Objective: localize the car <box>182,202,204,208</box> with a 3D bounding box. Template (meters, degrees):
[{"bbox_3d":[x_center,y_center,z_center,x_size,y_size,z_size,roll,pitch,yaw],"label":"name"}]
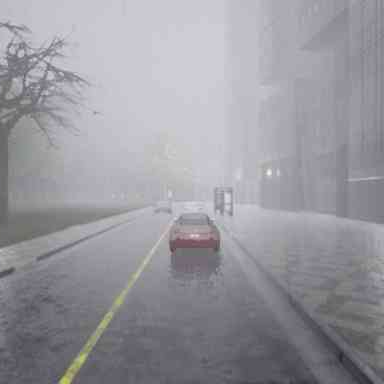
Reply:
[{"bbox_3d":[0.099,1.662,30.709,1.812,1.442,4.674,0,-1,0],"label":"car"}]

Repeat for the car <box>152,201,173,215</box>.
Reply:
[{"bbox_3d":[-3.094,1.720,36.440,1.812,1.442,4.674,0,-1,0],"label":"car"}]

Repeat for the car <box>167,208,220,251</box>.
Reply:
[{"bbox_3d":[0.099,1.580,14.188,1.994,1.385,4.181,0,0,0],"label":"car"}]
